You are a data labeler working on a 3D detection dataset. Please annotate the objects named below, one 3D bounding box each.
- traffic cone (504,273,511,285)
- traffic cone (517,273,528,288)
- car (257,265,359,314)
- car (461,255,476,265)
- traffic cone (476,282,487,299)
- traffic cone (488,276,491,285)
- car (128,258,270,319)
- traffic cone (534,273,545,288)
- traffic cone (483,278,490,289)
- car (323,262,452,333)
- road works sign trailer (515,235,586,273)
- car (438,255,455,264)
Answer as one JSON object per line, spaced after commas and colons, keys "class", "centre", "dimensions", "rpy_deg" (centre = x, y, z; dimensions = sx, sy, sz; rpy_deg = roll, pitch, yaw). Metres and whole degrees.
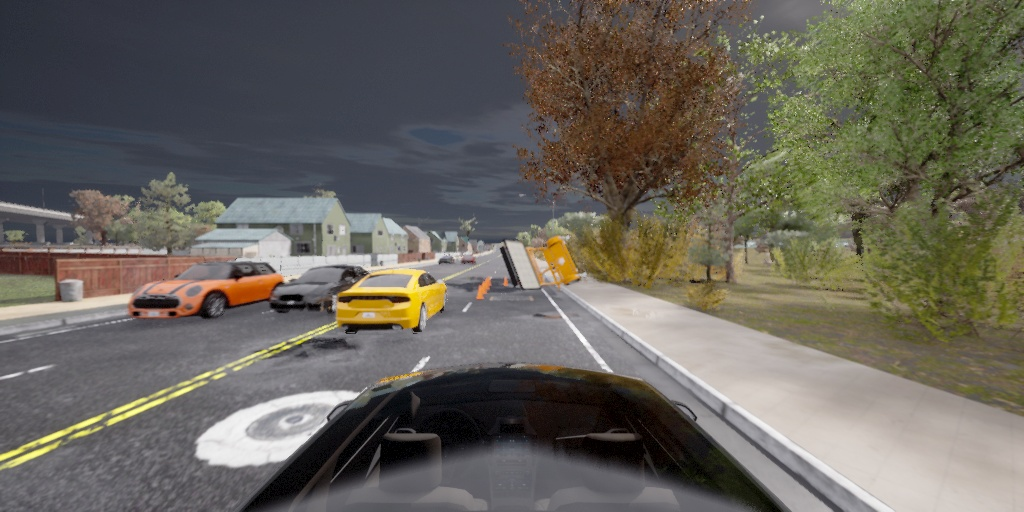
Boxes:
{"class": "traffic cone", "centre": [-0.381, 1.460, 21.467], "dimensions": [0.340, 0.580, 0.340], "rpy_deg": [0, 0, 0]}
{"class": "traffic cone", "centre": [0.619, 1.460, 21.468], "dimensions": [0.340, 0.580, 0.340], "rpy_deg": [0, 0, 0]}
{"class": "car", "centre": [-6.598, 1.114, 13.120], "dimensions": [1.837, 1.490, 4.892], "rpy_deg": [0, 1, 0]}
{"class": "car", "centre": [-6.571, 0.547, 54.363], "dimensions": [1.882, 1.535, 5.008], "rpy_deg": [0, 1, 0]}
{"class": "traffic cone", "centre": [-1.380, 1.535, 15.468], "dimensions": [0.340, 0.580, 0.340], "rpy_deg": [0, 0, 0]}
{"class": "traffic cone", "centre": [-1.380, 1.485, 19.467], "dimensions": [0.340, 0.580, 0.340], "rpy_deg": [0, 0, 0]}
{"class": "car", "centre": [-9.848, 0.973, 12.091], "dimensions": [2.097, 1.767, 4.553], "rpy_deg": [0, 1, 0]}
{"class": "traffic cone", "centre": [1.619, 1.460, 21.467], "dimensions": [0.340, 0.580, 0.340], "rpy_deg": [0, 0, 0]}
{"class": "traffic cone", "centre": [-1.380, 1.510, 17.468], "dimensions": [0.340, 0.580, 0.340], "rpy_deg": [0, 0, 0]}
{"class": "car", "centre": [-3.151, 1.120, 10.360], "dimensions": [1.882, 1.535, 5.008], "rpy_deg": [0, 1, 0]}
{"class": "road works sign trailer", "centre": [2.127, -1.152, 17.729], "dimensions": [2.880, 3.560, 2.380], "rpy_deg": [0, 0, -41]}
{"class": "car", "centre": [-9.819, 0.619, 54.187], "dimensions": [2.033, 1.411, 5.357], "rpy_deg": [0, 1, 0]}
